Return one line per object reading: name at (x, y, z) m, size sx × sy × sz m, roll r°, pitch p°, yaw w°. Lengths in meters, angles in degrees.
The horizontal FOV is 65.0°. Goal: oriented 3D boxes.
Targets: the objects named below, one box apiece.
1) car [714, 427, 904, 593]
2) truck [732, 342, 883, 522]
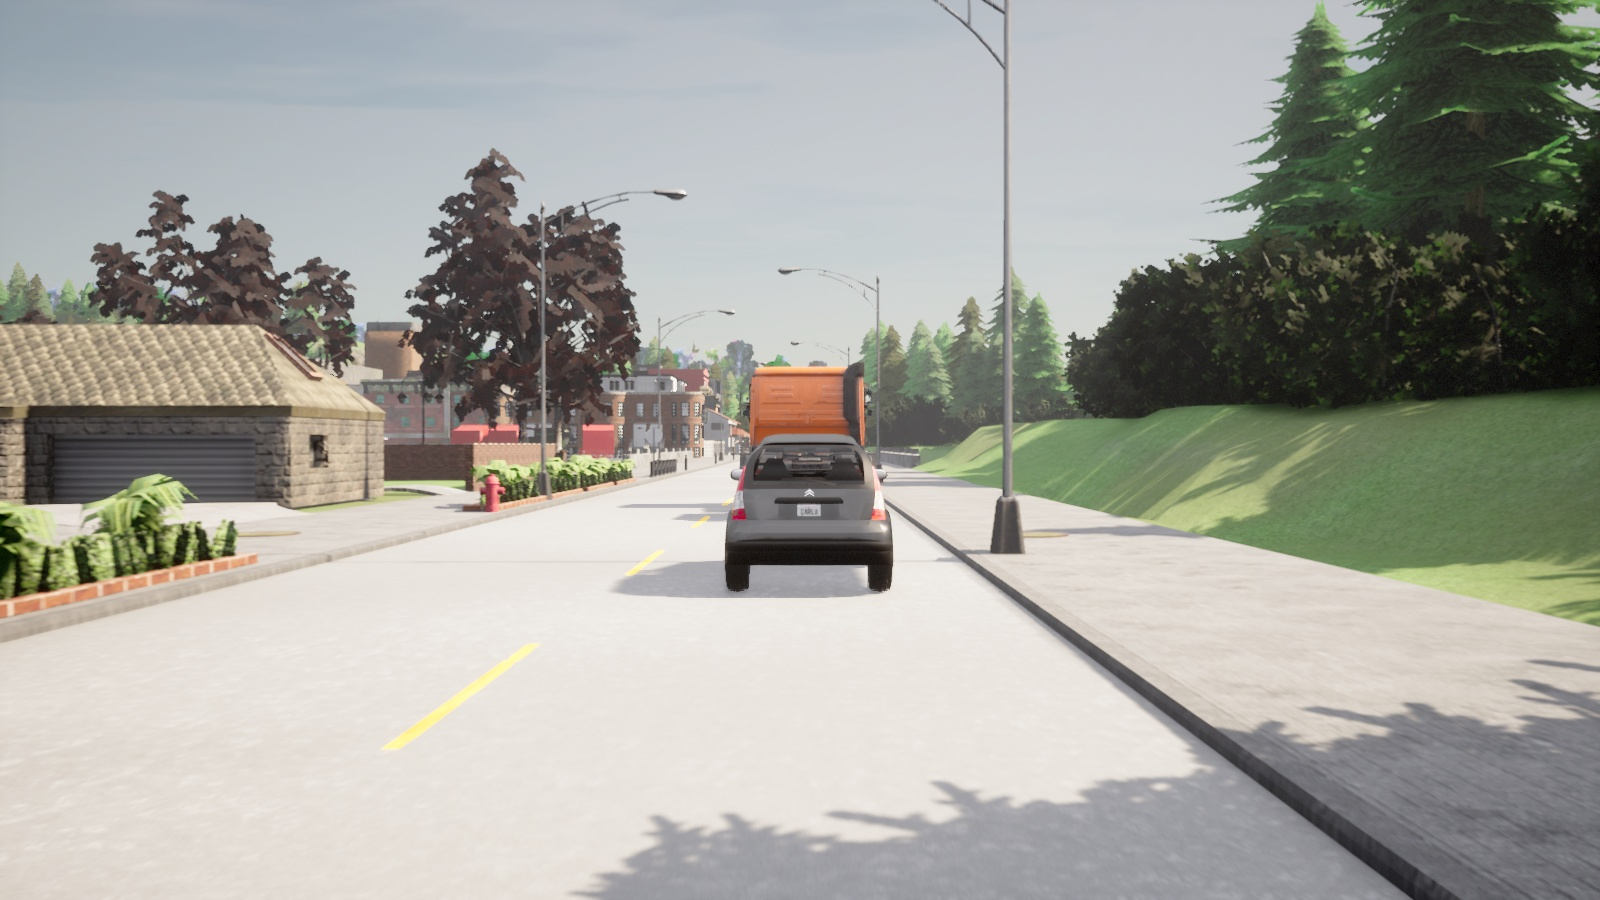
car at (0.095, 0.582, 14.254) m, size 1.851 × 1.617 × 3.988 m, roll 0°, pitch 0°, yaw 0°
truck at (0.164, -0.359, 28.163) m, size 2.891 × 3.462 × 7.936 m, roll 0°, pitch 0°, yaw 0°
